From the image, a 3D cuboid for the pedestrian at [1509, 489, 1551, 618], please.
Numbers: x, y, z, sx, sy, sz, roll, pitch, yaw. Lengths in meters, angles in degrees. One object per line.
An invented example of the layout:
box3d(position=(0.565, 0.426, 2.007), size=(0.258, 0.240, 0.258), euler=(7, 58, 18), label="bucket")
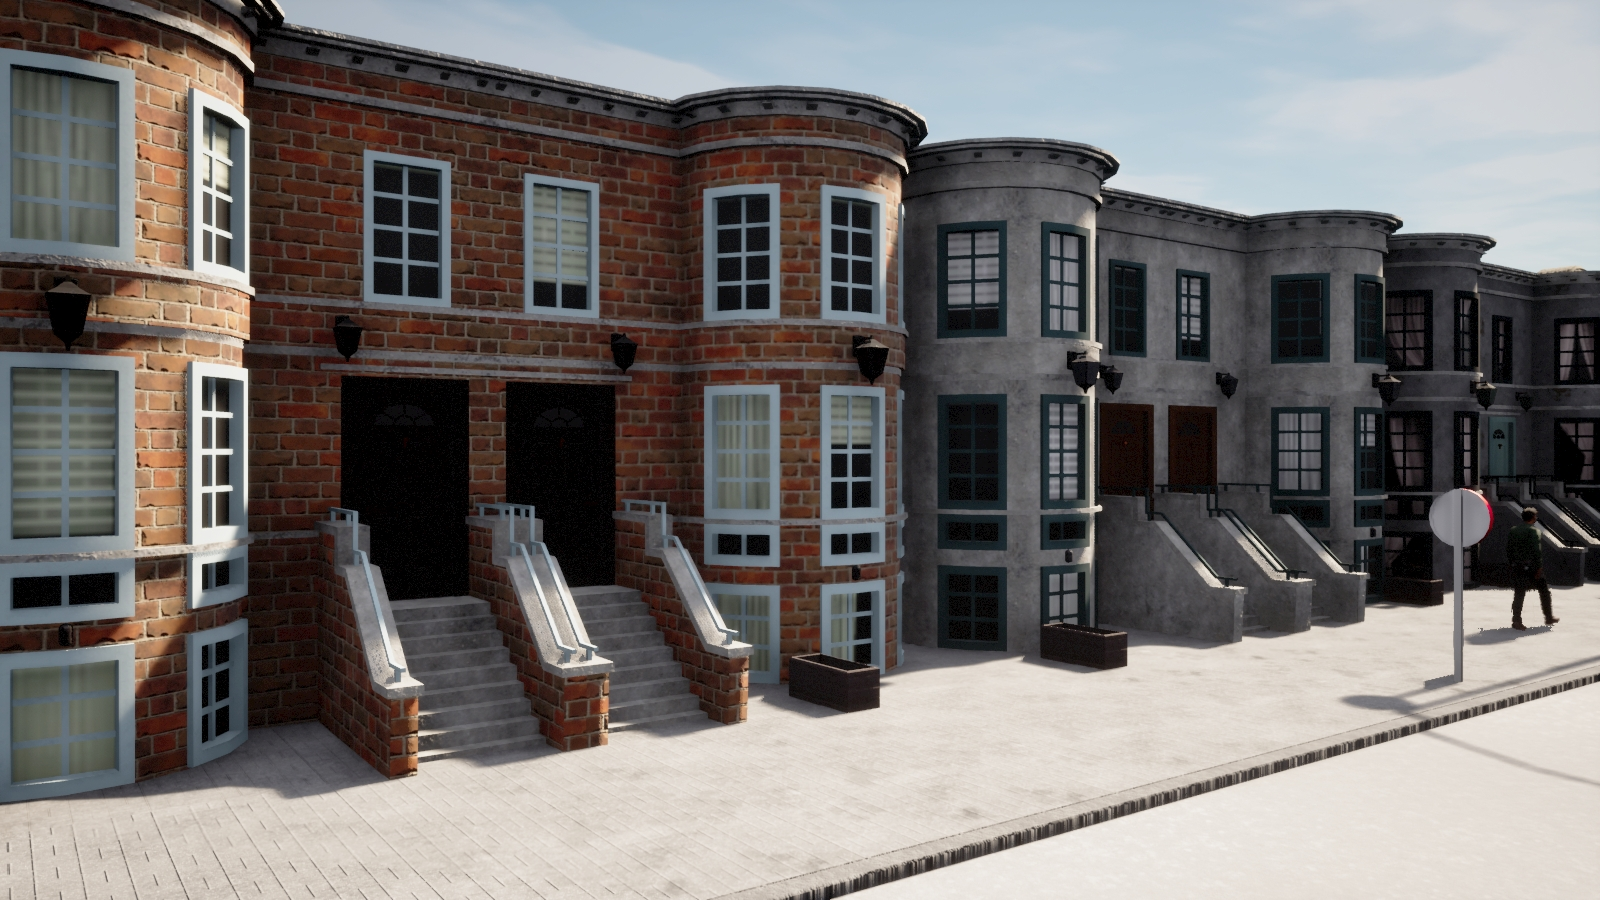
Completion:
box3d(position=(10.852, 1.524, 16.976), size=(0.375, 1.860, 0.375), euler=(0, 0, -21), label="pedestrian")
